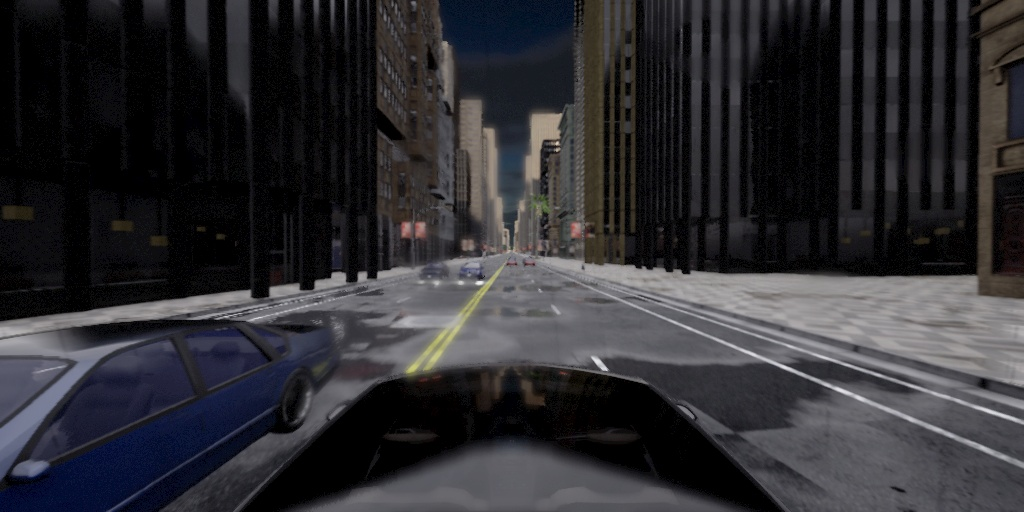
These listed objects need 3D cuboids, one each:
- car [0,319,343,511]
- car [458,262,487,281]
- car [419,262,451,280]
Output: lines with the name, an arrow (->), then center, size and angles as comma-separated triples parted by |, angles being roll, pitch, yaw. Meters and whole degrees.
car -> -3.344, 1.297, 2.802 | 2.033, 1.411, 5.357 | 0, 0, 0
car -> -3.267, 1.225, 30.056 | 1.812, 1.442, 4.674 | 0, 0, 0
car -> -6.510, 1.244, 30.919 | 2.033, 1.411, 5.357 | 0, 0, 0
